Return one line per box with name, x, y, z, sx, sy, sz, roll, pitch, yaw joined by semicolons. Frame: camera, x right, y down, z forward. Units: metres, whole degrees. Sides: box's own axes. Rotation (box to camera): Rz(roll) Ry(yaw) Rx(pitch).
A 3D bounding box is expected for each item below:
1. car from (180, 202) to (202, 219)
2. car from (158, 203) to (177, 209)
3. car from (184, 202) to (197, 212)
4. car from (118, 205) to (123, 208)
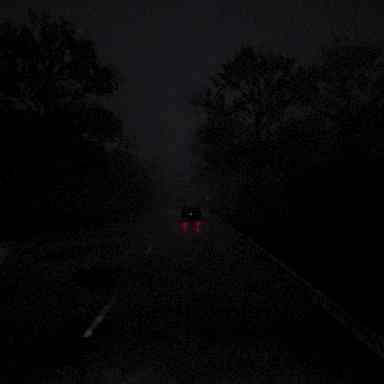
car;-0.096;1.807;31.985;2.128;1.511;4.902;0;-1;0
car;-5.655;3.141;75.652;5.008;1.535;1.882;-2;-3;39
car;-0.219;2.305;51.430;1.882;1.535;5.008;0;-2;0
car;-16.750;3.349;79.024;4.902;1.511;2.128;0;-3;-2
